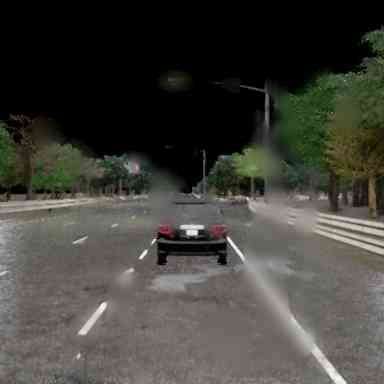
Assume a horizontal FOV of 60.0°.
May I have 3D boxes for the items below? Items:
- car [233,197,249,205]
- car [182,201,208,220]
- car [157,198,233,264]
[{"bbox_3d":[8.980,1.590,60.784,2.033,1.411,5.357,0,0,27],"label":"car"},{"bbox_3d":[0.375,1.591,29.604,1.994,1.385,4.181,0,0,5],"label":"car"},{"bbox_3d":[0.005,1.232,11.988,2.150,2.045,5.566,0,0,0],"label":"car"}]
